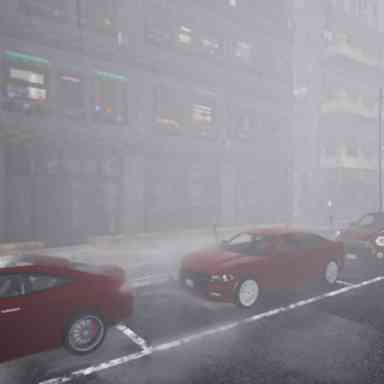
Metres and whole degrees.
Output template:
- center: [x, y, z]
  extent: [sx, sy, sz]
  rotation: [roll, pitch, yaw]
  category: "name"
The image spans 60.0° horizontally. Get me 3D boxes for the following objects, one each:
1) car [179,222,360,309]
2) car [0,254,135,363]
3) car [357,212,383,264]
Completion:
- center: [1.787, 1.528, 7.829]
  extent: [4.507, 1.381, 1.887]
  rotation: [0, 1, -36]
  category: "car"
- center: [-2.845, 1.581, 4.523]
  extent: [4.206, 1.307, 1.802]
  rotation: [0, 1, -36]
  category: "car"
- center: [6.419, 1.408, 11.134]
  extent: [4.097, 1.590, 1.967]
  rotation: [0, 1, -36]
  category: "car"
